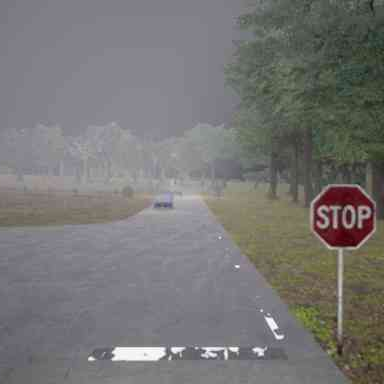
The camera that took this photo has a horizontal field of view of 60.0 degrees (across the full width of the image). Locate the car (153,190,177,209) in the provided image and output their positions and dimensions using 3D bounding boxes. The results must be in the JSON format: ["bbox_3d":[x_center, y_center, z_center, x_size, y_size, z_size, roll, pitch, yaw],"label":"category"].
[{"bbox_3d":[-2.865,0.931,34.553,1.882,1.535,5.008,0,2,0],"label":"car"}]

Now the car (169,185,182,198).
[{"bbox_3d":[-2.953,-0.191,60.776,2.150,2.045,5.566,0,2,0],"label":"car"}]
